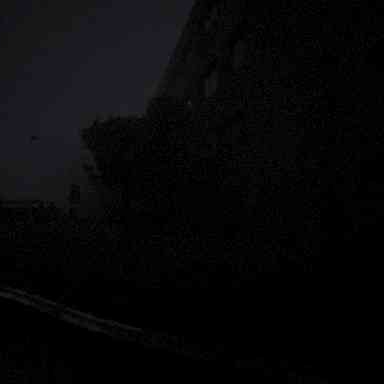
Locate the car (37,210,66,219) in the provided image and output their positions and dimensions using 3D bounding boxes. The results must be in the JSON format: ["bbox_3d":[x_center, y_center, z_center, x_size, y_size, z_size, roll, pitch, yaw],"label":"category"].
[{"bbox_3d":[-27.077,4.296,64.238,5.008,1.535,2.097,0,-4,-19],"label":"car"}]

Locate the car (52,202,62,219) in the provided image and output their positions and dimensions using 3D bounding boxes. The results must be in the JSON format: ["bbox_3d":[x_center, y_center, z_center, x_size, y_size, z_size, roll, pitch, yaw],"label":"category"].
[{"bbox_3d":[-16.002,1.979,32.548,5.566,2.045,2.435,0,-4,-19],"label":"car"}]

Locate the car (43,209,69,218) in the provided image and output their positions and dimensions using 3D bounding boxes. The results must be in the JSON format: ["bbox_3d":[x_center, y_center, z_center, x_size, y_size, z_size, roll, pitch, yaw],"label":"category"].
[{"bbox_3d":[-32.538,5.067,79.938,5.566,2.045,2.435,0,-4,-19],"label":"car"}]

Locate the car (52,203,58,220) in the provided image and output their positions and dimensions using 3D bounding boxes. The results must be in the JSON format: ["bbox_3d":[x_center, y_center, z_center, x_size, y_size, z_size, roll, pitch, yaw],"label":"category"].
[{"bbox_3d":[-15.070,2.066,29.966,5.008,1.535,2.097,0,-4,-20],"label":"car"}]

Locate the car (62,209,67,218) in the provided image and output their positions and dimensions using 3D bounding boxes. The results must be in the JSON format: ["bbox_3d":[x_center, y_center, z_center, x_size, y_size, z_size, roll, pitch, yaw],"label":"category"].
[{"bbox_3d":[-19.483,2.914,43.130,5.366,1.575,1.946,0,-4,-19],"label":"car"}]

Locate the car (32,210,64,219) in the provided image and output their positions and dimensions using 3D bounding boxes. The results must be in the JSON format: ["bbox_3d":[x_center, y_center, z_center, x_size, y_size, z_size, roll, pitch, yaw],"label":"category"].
[{"bbox_3d":[-24.271,3.775,56.225,4.892,1.521,2.231,0,-4,-19],"label":"car"}]

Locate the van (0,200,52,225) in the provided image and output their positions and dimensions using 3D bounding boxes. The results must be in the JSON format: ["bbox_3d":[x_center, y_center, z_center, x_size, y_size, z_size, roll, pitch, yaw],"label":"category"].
[{"bbox_3d":[-13.107,1.559,24.719,4.442,1.987,1.878,0,-3,-19],"label":"van"}]

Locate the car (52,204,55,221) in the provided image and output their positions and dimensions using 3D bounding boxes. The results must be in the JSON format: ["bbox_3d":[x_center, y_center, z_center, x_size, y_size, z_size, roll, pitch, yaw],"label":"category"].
[{"bbox_3d":[-14.107,1.942,27.305,4.792,1.488,2.163,0,-3,-19],"label":"car"}]

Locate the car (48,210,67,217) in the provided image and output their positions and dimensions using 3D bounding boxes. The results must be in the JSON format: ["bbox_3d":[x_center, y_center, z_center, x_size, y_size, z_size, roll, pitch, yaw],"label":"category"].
[{"bbox_3d":[-34.375,5.536,85.193,4.553,1.767,2.185,0,-4,-19],"label":"car"}]

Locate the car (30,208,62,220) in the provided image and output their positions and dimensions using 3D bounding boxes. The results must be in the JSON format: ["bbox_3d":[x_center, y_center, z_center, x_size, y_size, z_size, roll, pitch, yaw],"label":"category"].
[{"bbox_3d":[-23.377,3.477,53.594,4.553,1.767,2.185,0,-4,-19],"label":"car"}]
